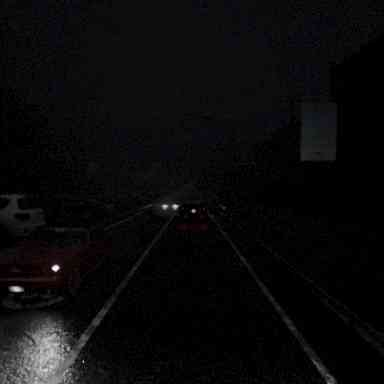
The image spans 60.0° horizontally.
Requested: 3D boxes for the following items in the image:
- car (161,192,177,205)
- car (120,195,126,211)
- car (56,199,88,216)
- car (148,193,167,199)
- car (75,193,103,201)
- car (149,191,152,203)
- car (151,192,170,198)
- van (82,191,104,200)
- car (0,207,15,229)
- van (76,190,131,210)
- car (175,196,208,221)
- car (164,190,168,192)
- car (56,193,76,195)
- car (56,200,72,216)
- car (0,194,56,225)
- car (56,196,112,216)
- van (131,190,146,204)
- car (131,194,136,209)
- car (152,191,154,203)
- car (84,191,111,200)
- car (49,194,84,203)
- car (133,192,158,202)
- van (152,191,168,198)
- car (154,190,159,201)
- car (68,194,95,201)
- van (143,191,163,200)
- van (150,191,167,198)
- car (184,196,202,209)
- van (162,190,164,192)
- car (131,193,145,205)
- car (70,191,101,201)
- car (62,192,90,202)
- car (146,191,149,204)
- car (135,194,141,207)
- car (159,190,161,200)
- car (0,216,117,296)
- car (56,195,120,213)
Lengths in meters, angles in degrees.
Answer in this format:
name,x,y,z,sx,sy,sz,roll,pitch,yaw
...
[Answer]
name,x,y,z,sx,sy,sz,roll,pitch,yaw
car,-3.294,1.149,51.683,1.882,1.535,5.008,0,0,0
car,-8.900,1.279,30.287,4.792,1.488,2.163,0,0,0
car,-8.830,1.342,19.076,4.792,1.488,2.163,0,0,0
car,-8.954,0.987,86.360,4.792,1.488,2.163,0,1,0
car,-22.176,1.048,71.788,5.366,1.575,1.946,0,0,0
car,-8.858,1.030,49.909,4.553,1.767,2.185,0,0,0
car,-8.927,0.862,94.771,5.008,1.535,2.097,0,1,0
van,-22.110,0.812,74.561,4.442,1.987,1.878,0,0,0
car,-8.846,1.378,10.668,5.008,1.535,2.097,0,0,0
van,-8.756,1.010,33.089,4.442,1.987,1.878,0,0,0
car,0.109,1.312,24.871,2.163,1.488,4.792,0,0,0
car,-8.886,0.784,75.139,5.566,2.045,2.435,0,0,0
car,-21.980,1.132,55.132,4.892,1.521,2.231,0,0,0
car,-8.852,1.334,16.278,4.892,1.521,2.231,0,0,0
car,-8.883,1.104,13.469,5.566,2.045,2.435,0,0,0
car,-8.860,1.277,24.684,5.008,1.535,2.097,0,0,0
van,-8.767,0.956,44.302,4.442,1.987,1.878,0,0,0
car,-8.847,1.252,35.894,4.792,1.488,2.163,0,0,0
car,-8.861,1.016,52.713,4.553,1.767,2.185,0,0,0
car,-22.024,0.773,77.337,5.566,2.045,2.435,0,0,0
car,-21.792,1.114,57.909,5.366,1.575,1.946,0,0,0
car,-8.934,0.963,63.926,4.553,1.767,2.185,0,0,0
van,-8.813,0.671,91.961,4.442,1.987,1.878,0,1,0
car,-8.866,0.877,55.515,5.566,2.045,2.435,0,0,0
car,-21.956,1.107,66.236,4.792,1.488,2.163,0,0,0
van,-9.033,0.796,77.939,4.442,1.987,1.878,0,0,0
van,-9.044,0.701,89.160,4.442,1.987,1.878,0,1,0
car,0.116,1.267,42.029,2.033,1.411,5.357,0,0,0
van,-9.028,0.823,72.335,4.442,1.987,1.878,0,0,0
car,-8.876,1.195,41.500,5.008,1.535,2.097,0,0,0
car,-22.016,0.813,69.010,5.566,2.045,2.435,0,0,0
car,-22.013,0.965,63.458,4.553,1.767,2.185,0,0,0
car,-8.918,1.043,47.106,4.553,1.767,2.185,0,0,0
car,-8.849,1.239,38.697,4.792,1.488,2.163,0,0,0
car,-8.869,0.864,58.318,5.566,2.045,2.435,0,0,0
car,-3.346,1.529,8.546,1.895,1.301,4.718,0,0,0
car,-9.053,1.259,27.484,5.366,1.575,1.946,0,0,0
